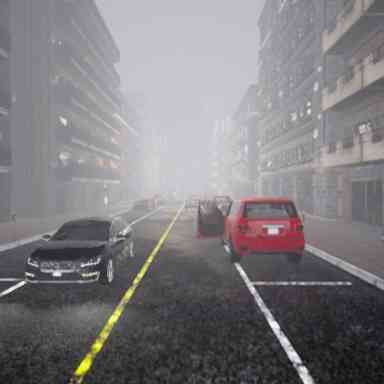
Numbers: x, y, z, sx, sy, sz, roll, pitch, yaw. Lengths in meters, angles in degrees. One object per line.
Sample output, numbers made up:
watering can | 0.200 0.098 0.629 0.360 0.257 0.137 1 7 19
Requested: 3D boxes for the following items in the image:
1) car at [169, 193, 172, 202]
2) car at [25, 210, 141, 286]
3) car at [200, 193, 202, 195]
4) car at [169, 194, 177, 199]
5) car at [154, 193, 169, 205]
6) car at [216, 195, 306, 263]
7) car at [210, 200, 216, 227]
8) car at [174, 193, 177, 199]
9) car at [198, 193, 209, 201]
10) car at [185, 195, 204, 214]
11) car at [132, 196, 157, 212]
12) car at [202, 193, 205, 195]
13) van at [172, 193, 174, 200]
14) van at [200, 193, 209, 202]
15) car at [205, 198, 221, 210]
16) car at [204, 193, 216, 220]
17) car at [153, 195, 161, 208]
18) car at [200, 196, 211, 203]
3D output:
car | -5.310 1.323 64.130 1.752 1.417 4.829 -1 0 0
car | -2.848 1.473 9.443 1.837 1.490 4.892 0 0 0
car | 0.012 1.191 50.428 2.097 1.767 4.553 0 0 0
car | -5.303 1.262 92.557 2.008 1.369 4.403 -1 0 0
car | -5.315 1.146 52.997 2.192 1.841 5.009 -1 0 0
car | 2.273 1.181 11.969 2.150 2.045 5.566 0 0 0
car | 2.562 1.501 24.610 1.802 1.307 4.206 -1 0 0
car | -5.307 1.185 81.254 1.967 1.590 4.097 -1 0 0
car | 2.570 1.077 75.588 2.192 1.841 5.009 -1 0 0
car | 0.082 1.419 40.000 2.033 1.411 5.357 0 0 1
car | -5.316 1.428 36.044 1.887 1.381 4.507 -1 0 0
car | 2.565 1.146 52.931 2.192 1.841 5.009 -1 0 0
van | -5.311 1.121 69.951 1.690 1.788 3.998 -1 0 0
van | 2.569 1.121 69.924 1.690 1.788 3.998 -1 0 0
car | 2.566 1.448 41.603 1.802 1.307 4.206 -1 0 0
car | 2.560 1.216 30.274 2.192 1.841 5.009 -1 0 0
car | -5.315 1.411 41.695 1.887 1.381 4.507 -1 0 0
car | 2.571 1.379 64.260 1.802 1.307 4.206 -1 0 0
